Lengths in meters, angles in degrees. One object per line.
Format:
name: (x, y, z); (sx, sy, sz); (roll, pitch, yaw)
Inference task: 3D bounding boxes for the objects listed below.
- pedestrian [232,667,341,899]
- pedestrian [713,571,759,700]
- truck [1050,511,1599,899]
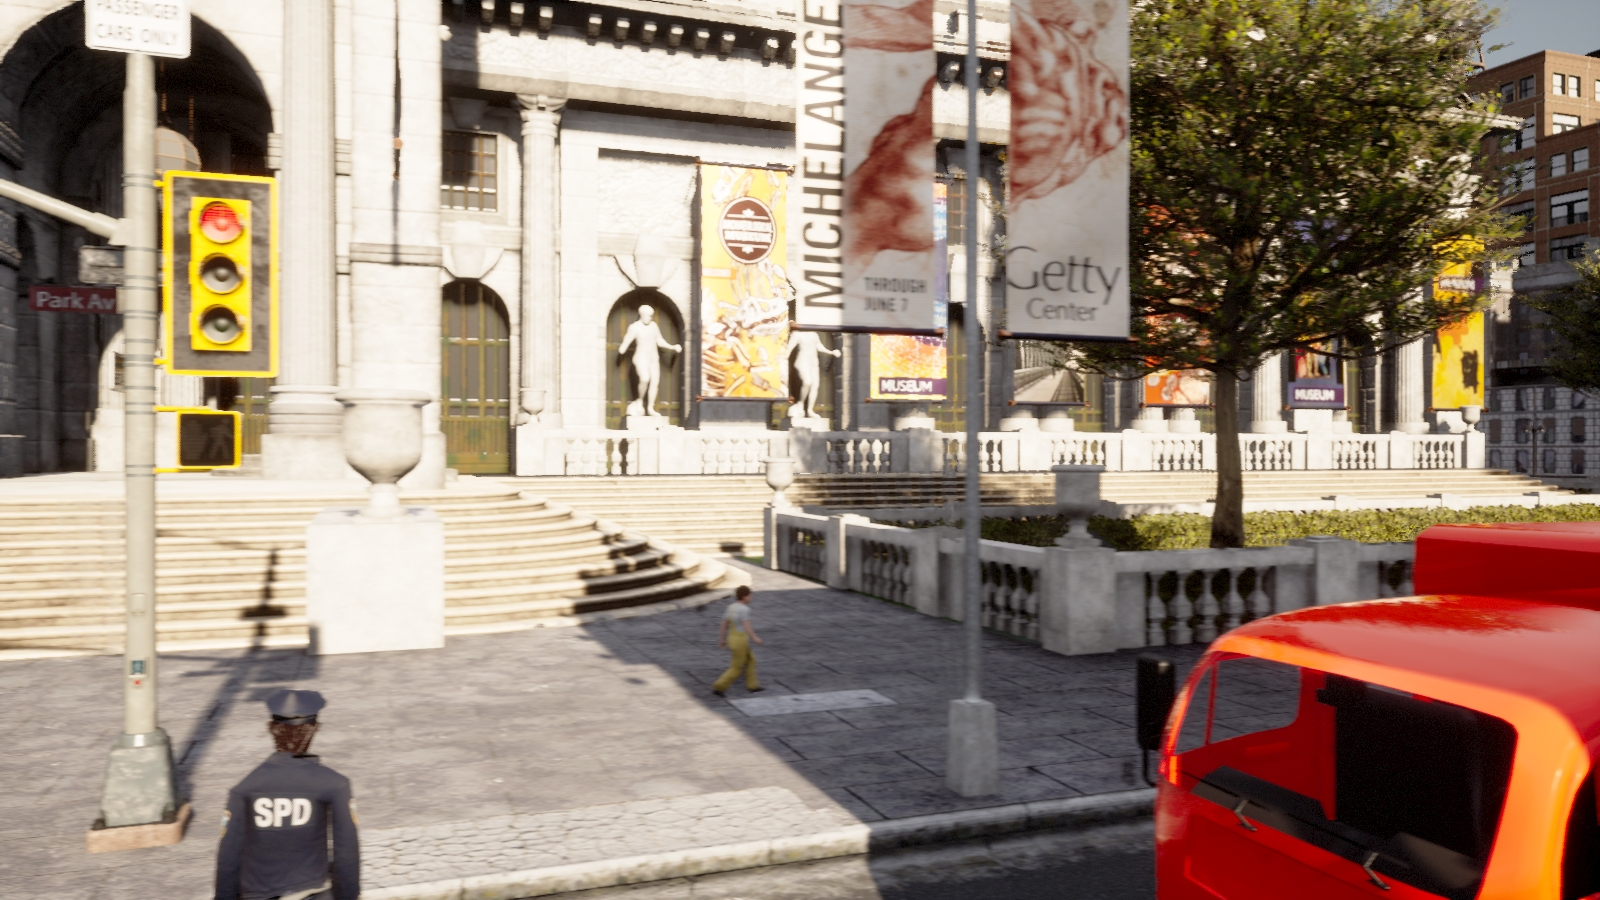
pedestrian: (-2.058, 1.849, 4.606); (0.375, 1.860, 0.375); (0, 0, -20)
pedestrian: (-0.691, 1.975, 12.271); (0.375, 1.300, 0.375); (0, 0, -27)
truck: (4.012, 1.567, 4.757); (5.204, 2.467, 2.627); (0, 0, -20)
